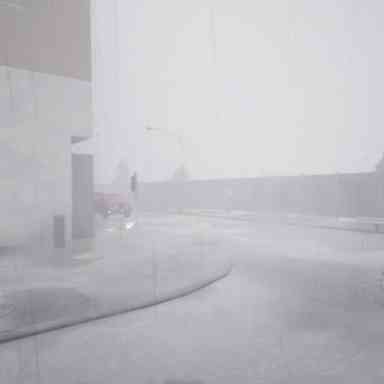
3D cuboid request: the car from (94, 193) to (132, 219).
[{"bbox_3d":[-7.100,1.076,28.328,2.150,2.045,5.566,-1,1,-36],"label":"car"}]
